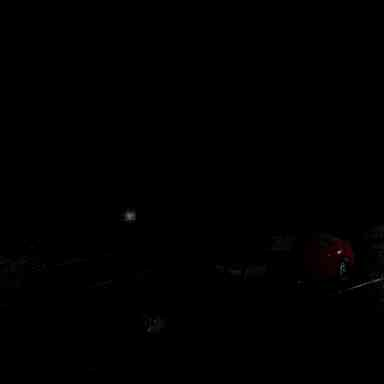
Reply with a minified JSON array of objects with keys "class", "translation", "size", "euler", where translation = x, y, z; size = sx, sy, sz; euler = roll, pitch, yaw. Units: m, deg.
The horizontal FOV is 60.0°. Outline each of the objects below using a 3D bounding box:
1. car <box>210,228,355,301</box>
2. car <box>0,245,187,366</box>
[{"class":"car","translation":[2.392,1.580,8.246],"size":[4.206,1.307,1.802],"euler":[0,0,-36]},{"class":"car","translation":[-2.086,1.565,5.050],"size":[4.313,1.339,1.947],"euler":[0,0,-36]}]
